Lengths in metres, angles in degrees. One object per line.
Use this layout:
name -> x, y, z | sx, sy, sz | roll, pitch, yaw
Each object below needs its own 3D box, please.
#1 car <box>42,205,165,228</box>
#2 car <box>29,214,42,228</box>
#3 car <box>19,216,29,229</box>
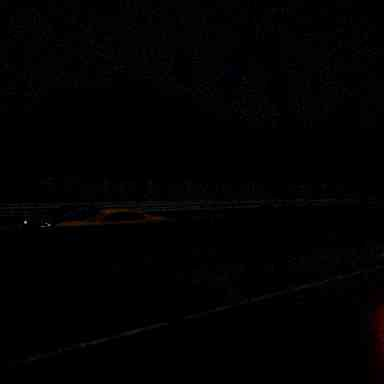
car -> -3.497, 1.475, 14.360 | 5.008, 1.535, 1.882 | 0, 0, -35
car -> -5.434, 1.474, 17.277 | 5.008, 1.535, 1.882 | 0, 0, -35
car -> -7.415, 1.542, 20.170 | 5.357, 1.411, 2.033 | 0, 0, -35
